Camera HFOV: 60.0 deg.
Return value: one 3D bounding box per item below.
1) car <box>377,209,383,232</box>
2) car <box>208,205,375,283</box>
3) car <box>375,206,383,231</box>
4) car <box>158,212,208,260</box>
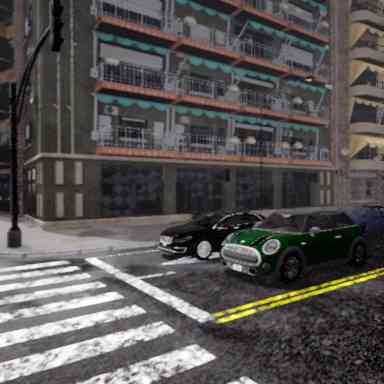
[{"bbox_3d":[10.473,1.492,14.624,4.718,1.301,1.895,0,0,-33],"label":"car"},{"bbox_3d":[2.992,1.296,9.630,4.553,1.767,2.097,0,0,-34],"label":"car"},{"bbox_3d":[9.221,1.432,17.677,5.357,1.411,2.033,0,0,-33],"label":"car"},{"bbox_3d":[1.105,1.447,12.279,4.892,1.490,1.837,0,0,-34],"label":"car"}]
